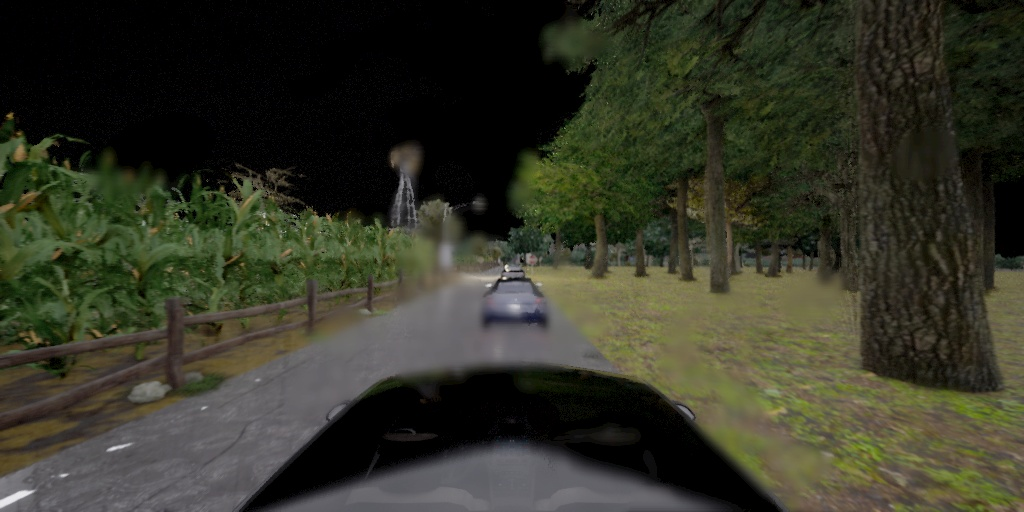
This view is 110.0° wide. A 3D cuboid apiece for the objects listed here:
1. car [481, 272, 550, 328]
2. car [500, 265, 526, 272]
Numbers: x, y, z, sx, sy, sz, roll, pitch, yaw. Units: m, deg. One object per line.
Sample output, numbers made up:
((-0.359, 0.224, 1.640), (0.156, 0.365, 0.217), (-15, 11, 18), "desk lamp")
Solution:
((0.095, 1.386, 11.716), (1.994, 1.385, 4.181), (0, 0, 0), "car")
((0.087, 1.447, 27.987), (2.128, 1.511, 4.902), (0, -1, 0), "car")
